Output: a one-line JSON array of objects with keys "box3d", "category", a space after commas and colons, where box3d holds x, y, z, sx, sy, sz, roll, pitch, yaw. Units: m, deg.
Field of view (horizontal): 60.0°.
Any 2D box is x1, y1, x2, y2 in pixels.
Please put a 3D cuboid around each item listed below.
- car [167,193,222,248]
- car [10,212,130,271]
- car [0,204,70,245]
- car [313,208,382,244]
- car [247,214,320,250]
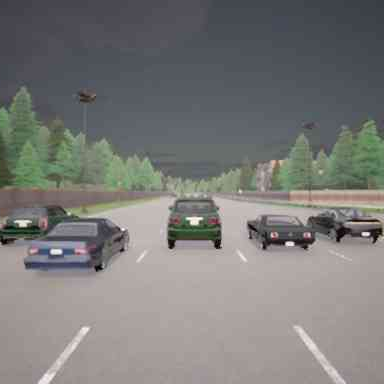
[{"box3d": [0.095, 1.232, 14.999, 2.150, 2.045, 5.566, 0, 0, 0], "category": "car"}, {"box3d": [-3.415, 1.555, 10.905, 2.033, 1.411, 5.357, 0, 0, 0], "category": "car"}, {"box3d": [-6.908, 1.363, 15.721, 2.097, 1.767, 4.553, 0, 0, 0], "category": "car"}, {"box3d": [7.093, 1.503, 15.986, 2.128, 1.511, 4.902, 0, 0, 0], "category": "car"}, {"box3d": [3.593, 1.611, 14.390, 1.895, 1.301, 4.718, 0, 0, 0], "category": "car"}]
